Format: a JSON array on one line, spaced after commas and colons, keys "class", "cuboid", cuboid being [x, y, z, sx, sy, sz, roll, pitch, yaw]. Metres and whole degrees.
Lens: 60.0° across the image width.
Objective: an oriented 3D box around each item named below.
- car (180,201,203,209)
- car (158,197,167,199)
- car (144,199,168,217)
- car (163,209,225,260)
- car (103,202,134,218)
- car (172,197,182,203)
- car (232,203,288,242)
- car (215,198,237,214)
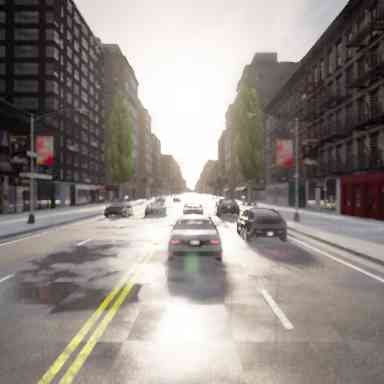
[{"class": "car", "cuboid": [0.097, 1.643, 30.864, 1.895, 1.301, 4.718, 0, 0, 0]}, {"class": "car", "cuboid": [-6.500, 1.643, 71.763, 1.895, 1.301, 4.718, 0, 0, 0]}, {"class": "car", "cuboid": [-3.348, 1.608, 31.594, 1.994, 1.385, 4.181, 0, 0, 0]}, {"class": "car", "cuboid": [0.094, 1.566, 12.454, 2.033, 1.411, 5.357, 0, 0, 0]}, {"class": "car", "cuboid": [-6.602, 1.590, 30.540, 2.033, 1.411, 5.357, 0, 0, 0]}, {"class": "car", "cuboid": [-3.249, 1.674, 72.607, 1.895, 1.301, 4.718, 0, 0, 0]}, {"class": "car", "cuboid": [3.347, 1.529, 16.604, 1.837, 1.490, 4.892, 0, 0, 0]}, {"class": "car", "cuboid": [3.347, 1.396, 32.248, 2.097, 1.767, 4.553, 0, 0, 0]}]
